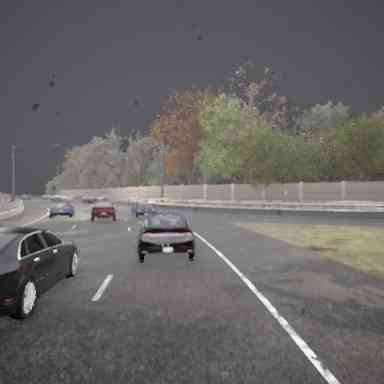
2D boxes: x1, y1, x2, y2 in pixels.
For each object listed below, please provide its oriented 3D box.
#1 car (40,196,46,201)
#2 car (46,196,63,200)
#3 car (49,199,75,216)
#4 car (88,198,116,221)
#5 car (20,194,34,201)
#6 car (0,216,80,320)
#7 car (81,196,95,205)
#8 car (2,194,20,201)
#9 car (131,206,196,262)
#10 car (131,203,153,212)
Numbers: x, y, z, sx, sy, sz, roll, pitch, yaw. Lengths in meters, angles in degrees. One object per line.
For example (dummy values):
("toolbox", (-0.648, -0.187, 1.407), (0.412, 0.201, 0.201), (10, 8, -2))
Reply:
("car", (-37.181, 1.550, 84.663), (1.895, 1.301, 4.718), (0, 0, -36))
("car", (-32.145, 1.717, 78.404), (1.895, 1.301, 4.718), (0, 0, -39))
("car", (-12.036, 1.609, 30.998), (1.994, 1.385, 4.181), (0, 0, -17))
("car", (-7.427, 1.505, 27.863), (1.882, 1.535, 5.008), (0, 0, -15))
("car", (-41.388, 1.496, 82.064), (4.674, 1.442, 1.812), (0, 0, 39))
("car", (-3.897, 1.519, 7.261), (1.837, 1.490, 4.892), (0, 0, -4))
("car", (-18.963, 1.549, 61.406), (1.882, 1.535, 5.008), (0, 0, -33))
("car", (-43.675, 1.335, 79.416), (4.553, 1.767, 2.097), (0, 0, 39))
("car", (-0.999, 1.494, 12.221), (2.128, 1.511, 4.902), (0, 0, -7))
("car", (-4.505, 1.617, 30.495), (1.895, 1.301, 4.718), (0, 0, -16))
